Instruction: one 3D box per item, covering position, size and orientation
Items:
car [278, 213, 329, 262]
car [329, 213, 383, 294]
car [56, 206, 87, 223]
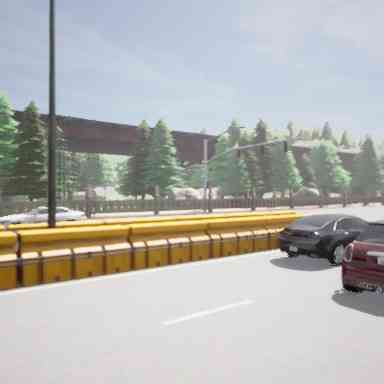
[{"bbox_3d":[5.113,1.523,11.698,4.892,1.490,1.837,0,0,-36],"label":"car"},{"bbox_3d":[5.473,1.368,7.656,4.553,1.767,2.097,0,0,-36],"label":"car"},{"bbox_3d":[-8.511,1.538,19.298,4.674,1.442,1.812,0,0,-35],"label":"car"}]
